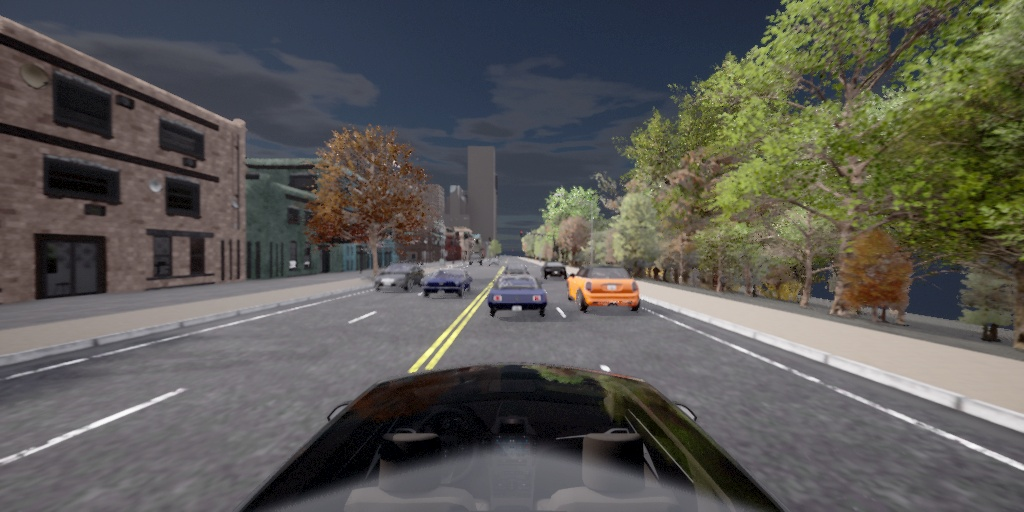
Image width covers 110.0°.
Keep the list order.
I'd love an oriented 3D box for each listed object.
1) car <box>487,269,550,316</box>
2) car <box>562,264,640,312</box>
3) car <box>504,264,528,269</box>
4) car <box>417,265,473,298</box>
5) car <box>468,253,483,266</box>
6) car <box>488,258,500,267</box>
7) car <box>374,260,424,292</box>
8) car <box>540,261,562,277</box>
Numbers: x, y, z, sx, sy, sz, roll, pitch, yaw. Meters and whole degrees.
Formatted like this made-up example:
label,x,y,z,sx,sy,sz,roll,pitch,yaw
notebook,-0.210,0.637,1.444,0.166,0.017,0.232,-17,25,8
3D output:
label,x,y,z,sx,sy,sz,roll,pitch,yaw
car,0.197,1.332,13.314,1.895,1.301,4.718,0,0,1
car,3.465,1.096,14.441,2.097,1.767,4.553,0,0,1
car,0.321,1.307,28.532,1.895,1.301,4.718,0,0,0
car,-3.164,1.310,18.354,1.895,1.301,4.718,0,0,1
car,-6.391,0.567,63.626,2.150,2.045,5.566,0,0,0
car,-3.143,1.166,63.674,1.812,1.442,4.674,0,0,0
car,-6.400,1.184,20.937,2.128,1.511,4.902,0,0,1
car,3.577,1.192,31.564,1.882,1.535,5.008,0,0,0
